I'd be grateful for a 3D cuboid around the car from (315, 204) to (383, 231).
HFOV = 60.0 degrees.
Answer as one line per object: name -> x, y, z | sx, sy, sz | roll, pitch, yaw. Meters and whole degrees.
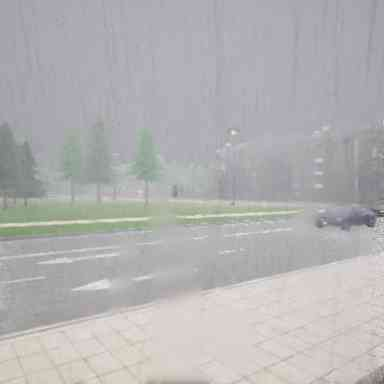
car -> 9.538, 1.510, 20.495 | 4.674, 1.442, 1.812 | 0, 0, -35
